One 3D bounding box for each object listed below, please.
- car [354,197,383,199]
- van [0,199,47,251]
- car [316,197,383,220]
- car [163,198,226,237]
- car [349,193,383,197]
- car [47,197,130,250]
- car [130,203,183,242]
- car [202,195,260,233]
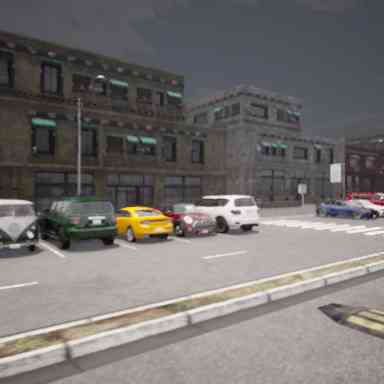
[{"bbox_3d":[14.989,1.436,29.387,2.002,1.452,4.674,0,0,-36],"label":"car"},{"bbox_3d":[-7.364,1.281,13.232,1.878,1.987,4.442,0,0,-36],"label":"van"},{"bbox_3d":[12.765,1.441,27.755,2.163,1.488,4.792,0,0,-36],"label":"car"},{"bbox_3d":[-0.623,1.356,18.241,2.185,1.767,4.553,0,0,-36],"label":"car"},{"bbox_3d":[17.248,1.129,30.967,2.435,2.045,5.566,0,0,-36],"label":"car"},{"bbox_3d":[-5.207,1.248,14.955,2.435,2.045,5.566,0,0,-36],"label":"car"},{"bbox_3d":[-2.843,1.490,16.607,2.097,1.535,5.008,0,0,-36],"label":"car"},{"bbox_3d":[1.521,1.221,19.773,2.435,2.045,5.566,0,0,-36],"label":"car"}]
